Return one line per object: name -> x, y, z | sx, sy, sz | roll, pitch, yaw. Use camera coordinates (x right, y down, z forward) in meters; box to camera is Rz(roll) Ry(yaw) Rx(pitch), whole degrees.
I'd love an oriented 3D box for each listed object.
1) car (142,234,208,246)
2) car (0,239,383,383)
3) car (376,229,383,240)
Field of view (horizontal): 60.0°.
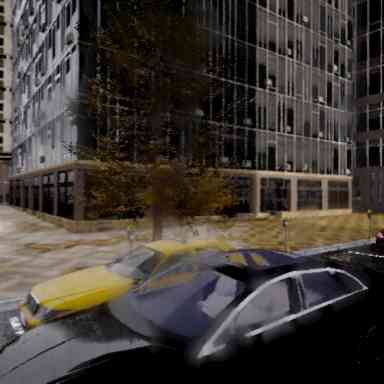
car -> -0.477, 1.509, 6.206 | 4.829, 1.417, 1.752 | 0, 1, -35
car -> 0.445, 1.482, 3.695 | 4.902, 1.511, 2.128 | 0, 0, -35
car -> 8.729, 1.530, 12.741 | 4.206, 1.307, 1.802 | 0, 1, -35
